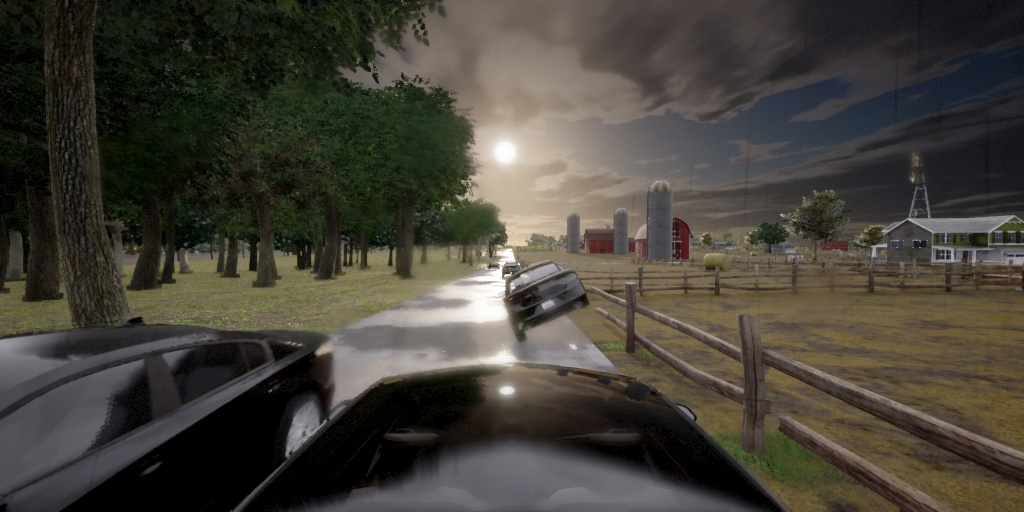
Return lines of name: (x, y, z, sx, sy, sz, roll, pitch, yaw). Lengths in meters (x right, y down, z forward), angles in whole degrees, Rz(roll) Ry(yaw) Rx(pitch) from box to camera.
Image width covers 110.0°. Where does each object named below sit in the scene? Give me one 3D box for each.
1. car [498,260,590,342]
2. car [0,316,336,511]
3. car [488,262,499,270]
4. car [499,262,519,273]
car: (0.700, 0.975, 9.892, 1.882, 1.535, 5.008, -24, -2, -1)
car: (-2.849, 1.227, 1.880, 1.882, 1.535, 5.008, 0, 0, 0)
car: (-3.008, 1.609, 59.442, 1.895, 1.301, 4.718, 0, 0, 0)
car: (-0.084, 1.374, 36.458, 1.837, 1.490, 4.892, 0, 0, 0)
